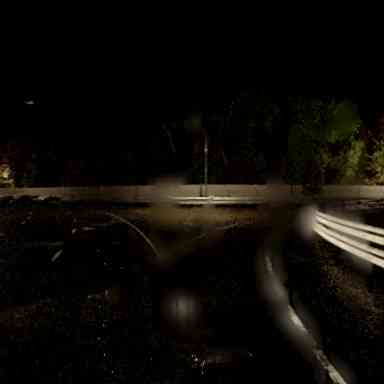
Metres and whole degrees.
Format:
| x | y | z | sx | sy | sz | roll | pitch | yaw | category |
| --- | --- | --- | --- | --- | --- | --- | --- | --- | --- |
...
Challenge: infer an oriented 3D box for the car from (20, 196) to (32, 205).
| x | y | z | sx | sy | sz | roll | pitch | yaw | category |
| --- | --- | --- | --- | --- | --- | --- | --- | --- | --- |
| -28.211 | 1.369 | 55.681 | 1.837 | 1.490 | 4.892 | 0 | -1 | -39 | car |

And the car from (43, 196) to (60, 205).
| x | y | z | sx | sy | sz | roll | pitch | yaw | category |
| --- | --- | --- | --- | --- | --- | --- | --- | --- | --- |
| -23.283 | 1.358 | 55.087 | 2.128 | 1.511 | 4.902 | 0 | 0 | -37 | car |

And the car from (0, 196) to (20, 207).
| x | y | z | sx | sy | sz | roll | pitch | yaw | category |
| --- | --- | --- | --- | --- | --- | --- | --- | --- | --- |
| -26.471 | 1.392 | 47.608 | 1.837 | 1.490 | 4.892 | 0 | 0 | -38 | car |
